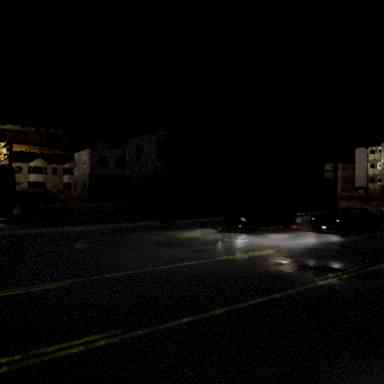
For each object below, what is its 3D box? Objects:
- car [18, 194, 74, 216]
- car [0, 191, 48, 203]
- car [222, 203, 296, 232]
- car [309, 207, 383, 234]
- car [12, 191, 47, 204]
[{"bbox_3d":[-11.841,1.147,27.335,3.806,1.475,1.970,0,0,-35],"label":"car"},{"bbox_3d":[-21.371,0.635,42.151,5.357,1.415,2.033,1,0,-35],"label":"car"},{"bbox_3d":[4.033,1.427,19.723,5.008,1.535,1.882,0,0,-35],"label":"car"},{"bbox_3d":[8.755,1.534,18.755,4.718,1.301,1.895,0,0,-35],"label":"car"},{"bbox_3d":[-15.663,0.795,34.555,5.027,1.636,2.152,1,-1,-35],"label":"car"}]
